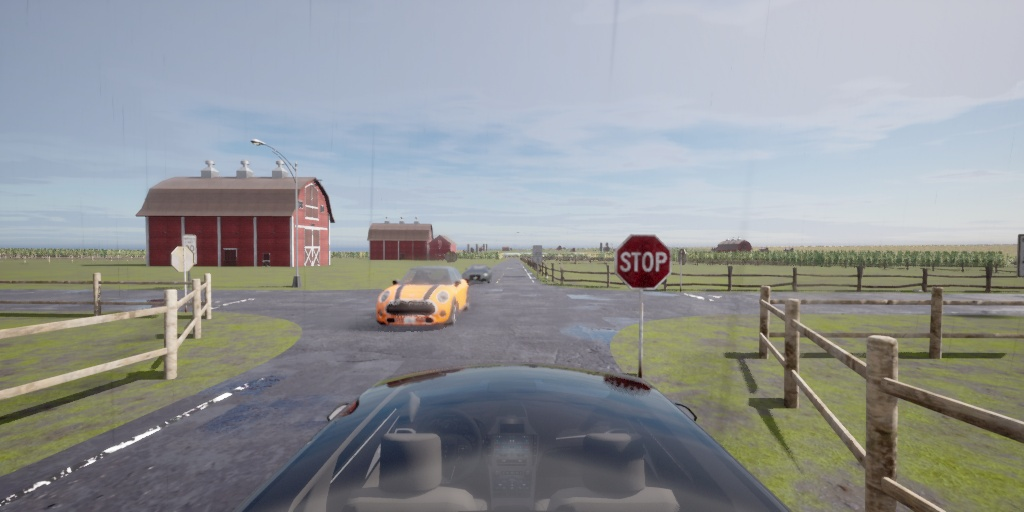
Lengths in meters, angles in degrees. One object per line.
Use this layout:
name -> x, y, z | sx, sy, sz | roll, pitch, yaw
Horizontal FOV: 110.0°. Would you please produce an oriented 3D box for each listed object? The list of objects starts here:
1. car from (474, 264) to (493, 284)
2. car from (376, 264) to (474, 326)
car -> -2.483, 1.313, 26.453 | 1.994, 1.385, 4.181 | 0, 0, 1
car -> -2.642, 1.120, 11.609 | 2.097, 1.767, 4.553 | 0, -1, 1
